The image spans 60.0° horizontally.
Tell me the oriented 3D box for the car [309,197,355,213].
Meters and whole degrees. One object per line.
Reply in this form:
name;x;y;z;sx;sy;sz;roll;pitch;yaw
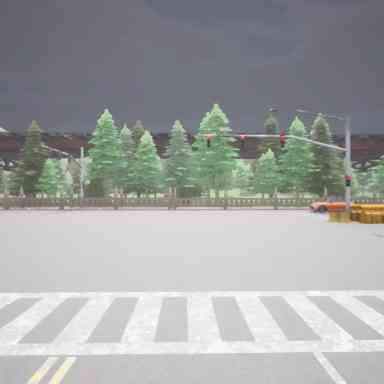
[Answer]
car;14.912;1.352;35.534;4.553;1.767;2.097;0;0;-2

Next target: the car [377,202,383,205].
car;16.876;1.564;28.586;4.181;1.385;1.994;0;0;-2
